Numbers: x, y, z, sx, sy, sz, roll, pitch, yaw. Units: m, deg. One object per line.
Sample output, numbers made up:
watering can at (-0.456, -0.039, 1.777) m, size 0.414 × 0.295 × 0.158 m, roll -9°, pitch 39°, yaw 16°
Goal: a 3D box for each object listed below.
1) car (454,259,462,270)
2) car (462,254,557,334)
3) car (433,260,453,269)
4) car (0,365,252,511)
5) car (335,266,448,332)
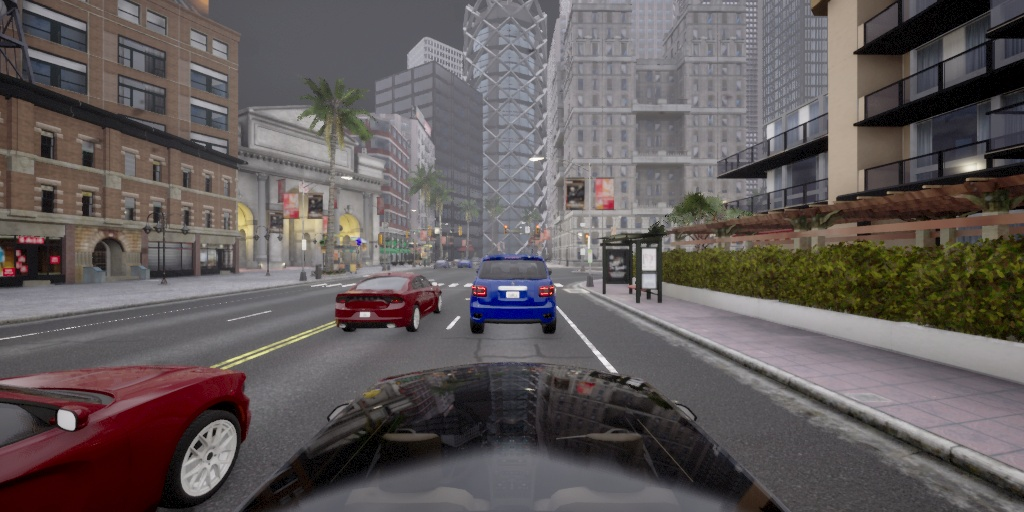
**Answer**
car at (-7.024, 1.227, 53.881) m, size 1.882 × 1.535 × 5.008 m, roll 0°, pitch 0°, yaw -1°
car at (0.054, 0.971, 10.804) m, size 2.150 × 2.045 × 5.566 m, roll 0°, pitch 0°, yaw 1°
car at (-10.576, 1.276, 54.105) m, size 1.812 × 1.442 × 4.674 m, roll 0°, pitch 0°, yaw 0°
car at (-3.390, 1.228, 1.334) m, size 1.882 × 1.535 × 5.008 m, roll 0°, pitch 0°, yaw 0°
car at (-3.441, 1.228, 10.914) m, size 1.882 × 1.535 × 5.008 m, roll 0°, pitch 0°, yaw 0°
